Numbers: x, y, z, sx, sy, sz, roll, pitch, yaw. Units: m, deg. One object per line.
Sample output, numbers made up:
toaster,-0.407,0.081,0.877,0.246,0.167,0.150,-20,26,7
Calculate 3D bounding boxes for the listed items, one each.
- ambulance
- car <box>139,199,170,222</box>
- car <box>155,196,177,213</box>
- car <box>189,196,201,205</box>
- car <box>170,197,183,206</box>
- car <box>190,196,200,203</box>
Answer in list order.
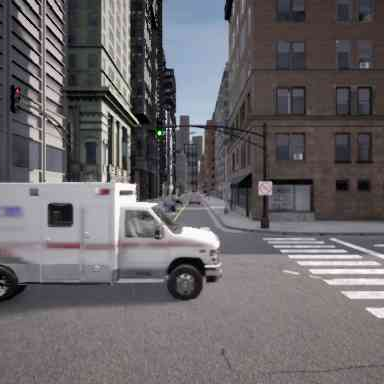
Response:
ambulance,-2.530,1.021,7.751,6.366,2.431,2.351,0,0,0
car,-2.965,1.443,27.392,1.882,1.535,5.008,0,0,1
car,-2.851,1.305,37.260,2.097,1.767,4.553,0,0,1
car,0.477,1.490,57.844,1.994,1.385,4.181,0,0,1
car,-2.596,1.528,55.978,1.895,1.301,4.718,0,0,1
car,0.591,1.456,67.846,2.033,1.411,5.357,0,0,1
